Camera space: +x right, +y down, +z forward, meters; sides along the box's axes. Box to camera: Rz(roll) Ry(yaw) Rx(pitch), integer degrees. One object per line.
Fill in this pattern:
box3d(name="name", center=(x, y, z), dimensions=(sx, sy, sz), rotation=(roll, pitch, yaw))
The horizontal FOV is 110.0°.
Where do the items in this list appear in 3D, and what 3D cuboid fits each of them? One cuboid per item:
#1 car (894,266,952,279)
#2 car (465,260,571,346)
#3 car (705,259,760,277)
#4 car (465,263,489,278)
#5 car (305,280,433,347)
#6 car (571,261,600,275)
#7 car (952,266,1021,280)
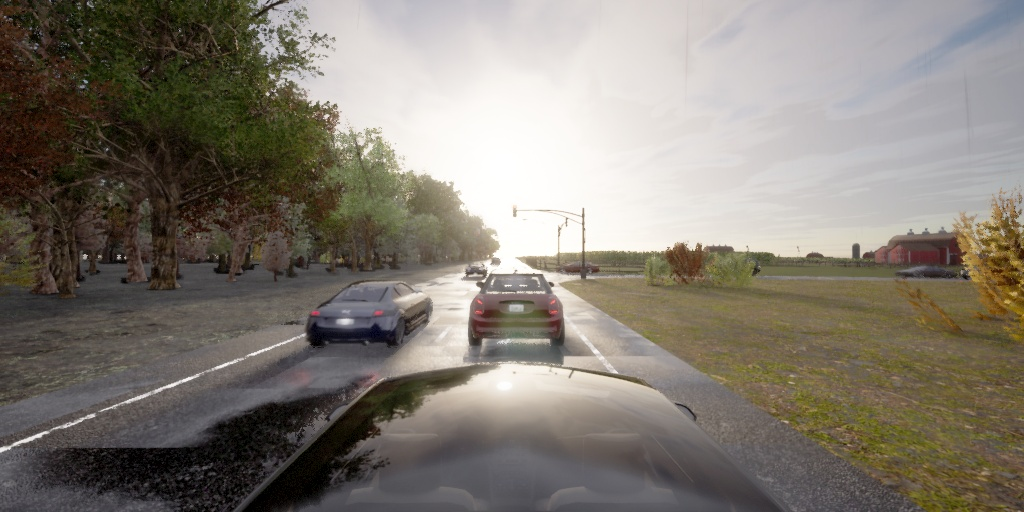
box3d(name="car", center=(46.883, 1.867, 40.696), dimensions=(5.357, 1.411, 2.033), rotation=(1, -1, 1))
box3d(name="car", center=(0.095, 1.104, 9.581), dimensions=(2.097, 1.767, 4.553), rotation=(0, 0, 0))
box3d(name="car", center=(25.091, 1.304, 40.830), dimensions=(5.566, 2.045, 2.150), rotation=(1, -1, 0))
box3d(name="car", center=(-3.415, 1.357, 35.559), dimensions=(1.895, 1.301, 4.718), rotation=(0, 0, 0))
box3d(name="car", center=(-3.403, 1.315, 9.319), dimensions=(1.994, 1.385, 4.181), rotation=(0, 0, 0))
box3d(name="car", center=(7.817, 1.393, 42.278), dimensions=(5.008, 1.535, 1.882), rotation=(0, -1, 18))
box3d(name="car", center=(49.622, 1.781, 37.121), dimensions=(4.902, 1.511, 2.128), rotation=(1, -1, 0))
